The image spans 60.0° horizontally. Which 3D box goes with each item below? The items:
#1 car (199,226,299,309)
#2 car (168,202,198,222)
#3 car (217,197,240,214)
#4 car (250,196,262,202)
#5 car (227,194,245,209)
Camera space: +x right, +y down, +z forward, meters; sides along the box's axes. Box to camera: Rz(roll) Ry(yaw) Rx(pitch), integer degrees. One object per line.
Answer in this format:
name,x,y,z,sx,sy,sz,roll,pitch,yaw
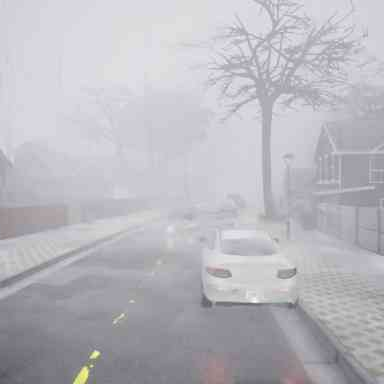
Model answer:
car,1.146,1.525,7.787,1.812,1.442,4.674,0,0,3
car,-0.624,1.518,26.265,1.812,1.442,4.674,0,0,9
car,3.813,1.527,35.419,1.812,1.442,4.674,0,0,12
car,14.986,1.561,77.520,1.812,1.442,4.674,0,0,25
car,5.946,1.229,45.254,2.150,2.045,5.566,0,0,15
